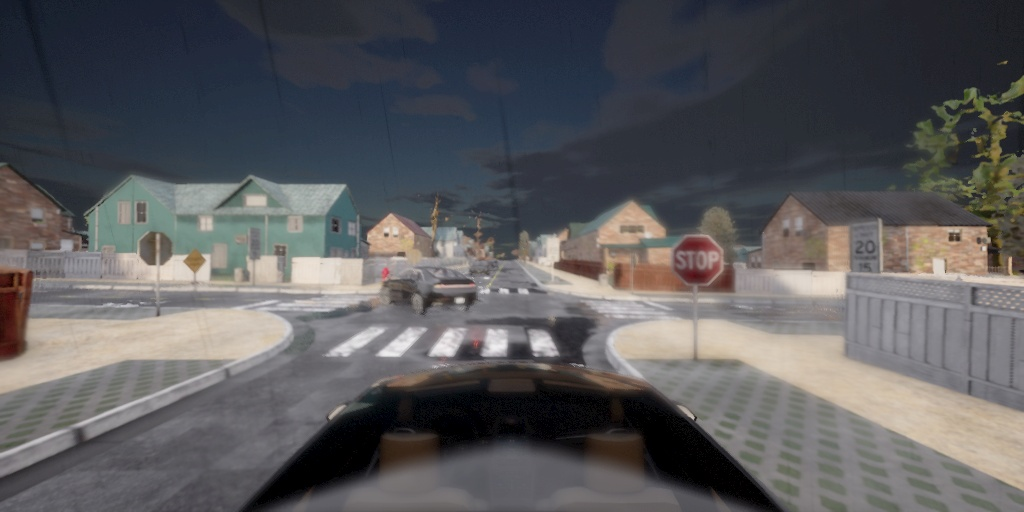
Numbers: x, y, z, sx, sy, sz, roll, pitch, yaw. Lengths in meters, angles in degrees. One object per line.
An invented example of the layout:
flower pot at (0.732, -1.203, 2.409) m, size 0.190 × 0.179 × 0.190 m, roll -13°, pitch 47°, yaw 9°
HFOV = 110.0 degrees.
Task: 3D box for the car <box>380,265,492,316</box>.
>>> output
car at (-3.115, 1.140, 12.887) m, size 2.128 × 1.511 × 4.902 m, roll 2°, pitch -1°, yaw -39°

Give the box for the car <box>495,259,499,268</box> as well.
car at (-3.037, 1.186, 54.680) m, size 1.994 × 1.385 × 4.181 m, roll 0°, pitch 0°, yaw 0°

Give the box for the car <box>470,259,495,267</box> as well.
car at (-2.985, 1.151, 34.995) m, size 1.837 × 1.490 × 4.892 m, roll 0°, pitch 0°, yaw 0°

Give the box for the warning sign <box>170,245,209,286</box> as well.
warning sign at (-15.856, 0.538, 17.946) m, size 1.060 × 1.860 × 1.300 m, roll 0°, pitch 0°, yaw 0°
